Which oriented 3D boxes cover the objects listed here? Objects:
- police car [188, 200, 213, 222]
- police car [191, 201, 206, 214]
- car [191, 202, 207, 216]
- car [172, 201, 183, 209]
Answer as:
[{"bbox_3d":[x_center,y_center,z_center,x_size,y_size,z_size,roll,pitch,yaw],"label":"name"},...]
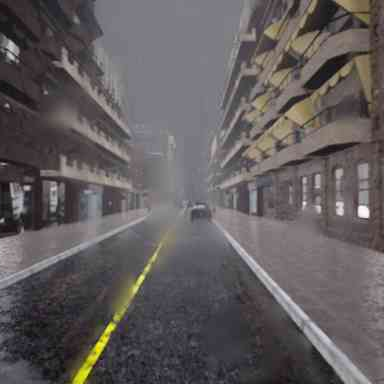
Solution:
[{"bbox_3d":[0.826,1.815,30.528,1.930,1.638,5.238,0,-1,0],"label":"police car"},{"bbox_3d":[0.827,2.074,46.528,1.930,1.638,5.238,0,-1,0],"label":"police car"},{"bbox_3d":[0.827,2.005,40.609,1.801,1.575,5.366,0,-1,0],"label":"car"},{"bbox_3d":[-2.763,2.507,64.638,2.033,1.411,5.357,0,-1,1],"label":"car"}]
